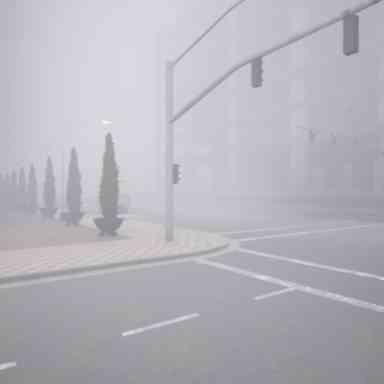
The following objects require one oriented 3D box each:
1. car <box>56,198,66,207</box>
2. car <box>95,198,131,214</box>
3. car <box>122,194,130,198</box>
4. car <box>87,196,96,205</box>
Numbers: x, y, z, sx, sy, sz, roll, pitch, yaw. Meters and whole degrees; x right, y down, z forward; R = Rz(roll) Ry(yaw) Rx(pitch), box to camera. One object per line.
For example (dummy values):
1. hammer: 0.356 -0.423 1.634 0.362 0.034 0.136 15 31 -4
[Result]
1. car: -20.322 1.640 52.438 2.033 1.411 5.357 0 0 -35
2. car: -8.320 1.640 35.319 1.994 1.385 4.181 0 0 -35
3. car: -11.464 1.308 52.115 2.150 2.045 5.566 0 0 -35
4. car: -17.521 1.445 60.594 2.097 1.767 4.553 0 0 -35
